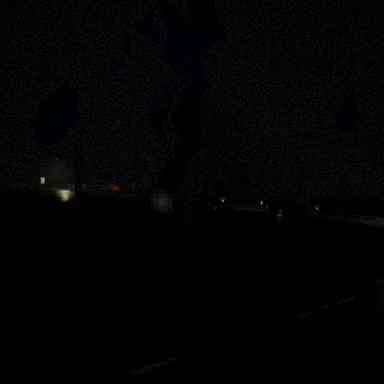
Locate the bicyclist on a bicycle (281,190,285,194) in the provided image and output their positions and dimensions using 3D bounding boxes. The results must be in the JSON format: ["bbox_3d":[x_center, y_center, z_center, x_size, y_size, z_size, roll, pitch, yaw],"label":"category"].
[{"bbox_3d":[9.210,0.666,33.852,1.656,1.620,0.582,0,2,-35],"label":"bicyclist on a bicycle"}]

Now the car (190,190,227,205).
[{"bbox_3d":[1.587,0.513,34.241,2.128,1.511,4.902,0,2,-35],"label":"car"}]

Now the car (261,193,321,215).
[{"bbox_3d":[7.581,0.897,25.821,2.128,1.511,4.902,0,2,-35],"label":"car"}]

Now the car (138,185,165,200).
[{"bbox_3d":[-4.533,0.188,42.850,2.033,1.411,5.357,0,2,-35],"label":"car"}]

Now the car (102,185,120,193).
[{"bbox_3d":[-15.404,-0.662,63.186,1.882,1.535,5.008,0,2,-36],"label":"car"}]

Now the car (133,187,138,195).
[{"bbox_3d":[-7.528,-0.333,52.126,2.097,1.767,4.553,0,2,-35],"label":"car"}]
